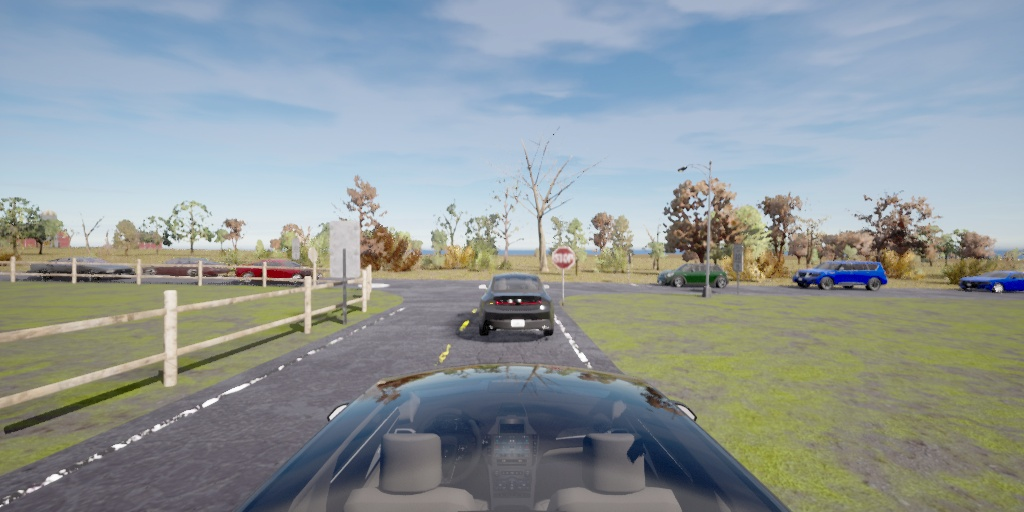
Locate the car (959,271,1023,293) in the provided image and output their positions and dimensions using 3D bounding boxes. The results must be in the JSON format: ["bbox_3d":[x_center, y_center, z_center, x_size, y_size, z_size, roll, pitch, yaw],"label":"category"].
[{"bbox_3d":[35.312,1.839,25.719,5.008,1.535,1.882,1,1,0],"label":"car"}]

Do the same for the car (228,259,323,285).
[{"bbox_3d":[-14.797,0.975,22.984,5.008,1.535,1.882,1,1,0],"label":"car"}]

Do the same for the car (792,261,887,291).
[{"bbox_3d":[23.509,1.375,25.781,5.566,2.045,2.150,1,1,0],"label":"car"}]

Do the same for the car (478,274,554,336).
[{"bbox_3d":[0.079,1.247,10.377,1.837,1.490,4.892,0,0,-1],"label":"car"}]

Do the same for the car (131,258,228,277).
[{"bbox_3d":[-23.684,0.828,25.991,5.357,1.411,2.033,1,1,0],"label":"car"}]

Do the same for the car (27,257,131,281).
[{"bbox_3d":[-27.506,0.803,23.037,5.357,1.411,2.033,1,1,0],"label":"car"}]

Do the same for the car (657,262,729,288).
[{"bbox_3d":[12.903,1.317,25.778,4.553,1.767,2.097,1,1,-1],"label":"car"}]
